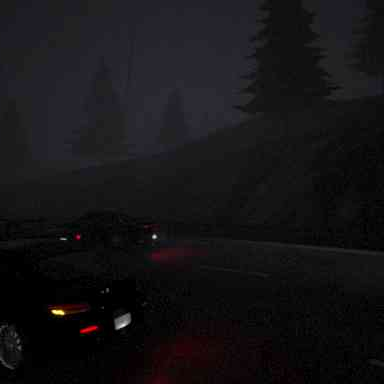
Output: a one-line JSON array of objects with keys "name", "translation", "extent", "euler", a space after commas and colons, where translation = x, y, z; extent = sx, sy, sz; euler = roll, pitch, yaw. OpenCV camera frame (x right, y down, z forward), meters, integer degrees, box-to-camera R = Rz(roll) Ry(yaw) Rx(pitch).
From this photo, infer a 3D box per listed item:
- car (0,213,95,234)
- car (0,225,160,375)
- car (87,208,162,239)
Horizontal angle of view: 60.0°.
[{"name": "car", "translation": [-6.137, 1.501, 11.183], "extent": [5.357, 1.411, 2.033], "euler": [0, 0, 26]}, {"name": "car", "translation": [-2.887, 1.502, 5.462], "extent": [4.674, 1.442, 1.812], "euler": [0, 0, 30]}, {"name": "car", "translation": [-3.575, 1.444, 13.710], "extent": [4.892, 1.490, 1.837], "euler": [0, 0, 27]}]
